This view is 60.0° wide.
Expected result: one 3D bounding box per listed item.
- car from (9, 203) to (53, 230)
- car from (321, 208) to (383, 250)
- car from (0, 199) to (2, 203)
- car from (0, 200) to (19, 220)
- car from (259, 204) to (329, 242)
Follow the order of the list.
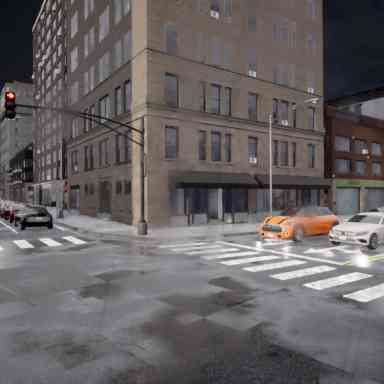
[{"bbox_3d":[-9.973,1.568,20.855,1.947,1.339,4.313,1,0,-35],"label":"car"},{"bbox_3d":[8.179,1.651,15.077,4.674,1.442,1.812,0,-1,-34],"label":"car"},{"bbox_3d":[-16.274,1.552,29.946,2.008,1.369,4.403,1,0,-35],"label":"car"},{"bbox_3d":[-13.123,1.546,25.401,1.887,1.381,4.507,1,0,-35],"label":"car"},{"bbox_3d":[5.607,1.504,17.260,4.553,1.767,2.097,0,-1,-35],"label":"car"}]
